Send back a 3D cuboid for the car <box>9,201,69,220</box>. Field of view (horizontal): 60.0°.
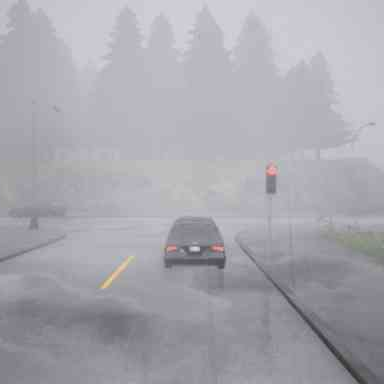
[{"bbox_3d":[-12.641,1.514,27.525,4.674,1.442,1.812,0,0,3],"label":"car"}]

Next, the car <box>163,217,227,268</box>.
[{"bbox_3d":[0.089,1.542,11.218,2.033,1.411,5.357,0,0,0],"label":"car"}]
